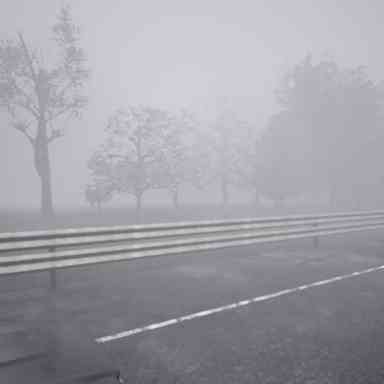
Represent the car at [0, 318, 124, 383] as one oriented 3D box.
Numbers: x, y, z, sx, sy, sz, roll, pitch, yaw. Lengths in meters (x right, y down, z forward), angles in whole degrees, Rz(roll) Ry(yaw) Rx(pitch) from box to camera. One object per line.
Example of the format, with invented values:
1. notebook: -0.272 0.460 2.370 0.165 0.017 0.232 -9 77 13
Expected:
1. car: -2.687 1.597 1.815 4.718 1.301 1.895 0 0 -36
